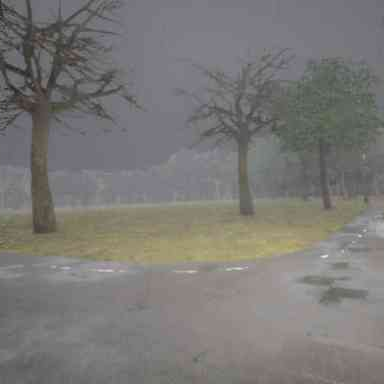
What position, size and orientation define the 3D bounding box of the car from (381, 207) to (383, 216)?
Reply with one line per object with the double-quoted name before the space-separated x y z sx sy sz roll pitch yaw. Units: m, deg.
"car" 14.563 1.370 23.335 1.837 1.490 4.892 -4 -1 32
